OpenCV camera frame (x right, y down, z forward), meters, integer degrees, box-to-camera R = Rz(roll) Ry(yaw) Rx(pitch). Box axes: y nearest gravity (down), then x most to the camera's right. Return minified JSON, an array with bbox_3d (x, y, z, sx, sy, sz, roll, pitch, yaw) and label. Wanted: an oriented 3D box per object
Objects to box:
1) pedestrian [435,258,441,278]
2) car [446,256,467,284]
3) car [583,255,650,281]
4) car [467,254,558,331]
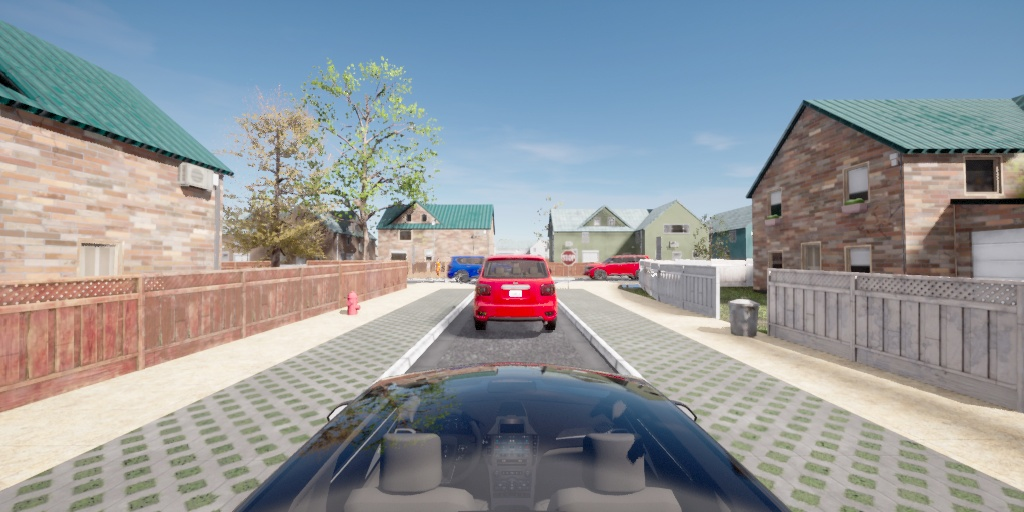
[{"bbox_3d":[-6.731,1.121,32.650,0.375,1.860,0.375,0,-1,1],"label":"pedestrian"},{"bbox_3d":[-2.061,1.017,26.725,5.566,2.045,2.150,0,-1,1],"label":"car"},{"bbox_3d":[8.728,0.985,29.549,5.566,2.045,2.150,0,-1,1],"label":"car"},{"bbox_3d":[0.091,0.976,11.097,2.150,2.045,5.566,0,0,0],"label":"car"}]
